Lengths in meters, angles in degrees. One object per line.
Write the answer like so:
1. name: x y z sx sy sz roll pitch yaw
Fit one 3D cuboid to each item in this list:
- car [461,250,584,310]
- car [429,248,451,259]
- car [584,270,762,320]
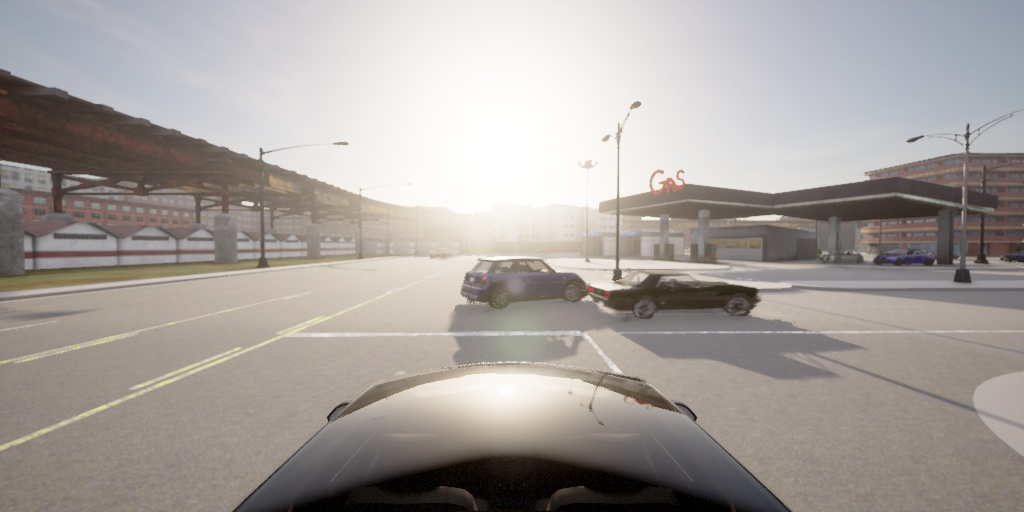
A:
1. car: 0.542 0.791 13.062 4.553 1.767 2.097 -1 2 -29
2. car: -12.133 -0.233 59.529 1.895 1.301 4.718 0 2 8
3. car: 4.855 1.098 10.882 4.718 1.301 1.895 0 1 -7
